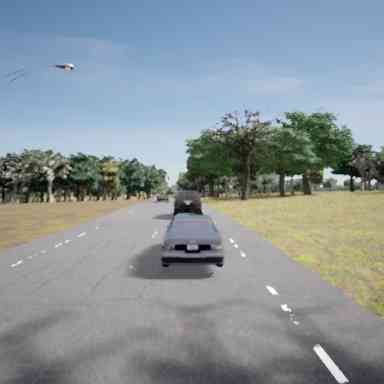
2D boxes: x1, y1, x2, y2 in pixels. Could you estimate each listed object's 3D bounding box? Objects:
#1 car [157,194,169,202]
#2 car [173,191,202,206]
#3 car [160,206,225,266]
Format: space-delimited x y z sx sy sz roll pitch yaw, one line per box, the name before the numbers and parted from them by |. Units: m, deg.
car | -5.216 1.079 59.573 1.994 1.385 4.181 0 0 -2
car | -0.374 0.909 27.042 2.150 2.045 5.566 0 1 -2
car | 0.011 1.431 11.018 2.033 1.411 5.357 0 1 0
